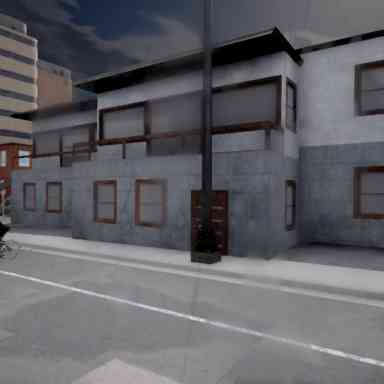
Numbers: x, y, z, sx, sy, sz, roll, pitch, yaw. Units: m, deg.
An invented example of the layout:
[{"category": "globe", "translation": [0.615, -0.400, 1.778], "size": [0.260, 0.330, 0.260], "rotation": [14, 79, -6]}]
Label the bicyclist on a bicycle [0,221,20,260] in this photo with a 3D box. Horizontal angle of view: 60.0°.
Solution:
[{"category": "bicyclist on a bicycle", "translation": [-6.457, 1.518, 10.872], "size": [0.582, 1.620, 1.656], "rotation": [-1, 1, 34]}]
